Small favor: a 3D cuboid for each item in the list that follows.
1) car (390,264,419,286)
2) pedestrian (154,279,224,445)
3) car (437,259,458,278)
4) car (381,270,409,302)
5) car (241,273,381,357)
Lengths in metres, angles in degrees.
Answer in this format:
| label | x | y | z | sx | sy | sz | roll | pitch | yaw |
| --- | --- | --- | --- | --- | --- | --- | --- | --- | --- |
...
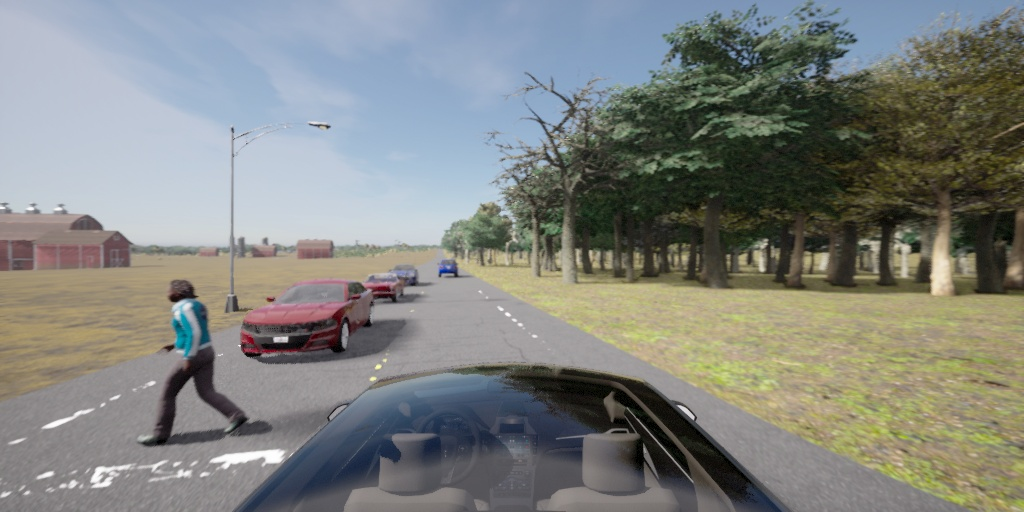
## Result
| label | x | y | z | sx | sy | sz | roll | pitch | yaw |
| --- | --- | --- | --- | --- | --- | --- | --- | --- | --- |
| car | -8.605 | 1.429 | 28.532 | 2.097 | 1.767 | 4.553 | 0 | 0 | -10 |
| pedestrian | -3.562 | 1.089 | 3.932 | 0.375 | 1.860 | 0.375 | -2 | 2 | -11 |
| car | -7.393 | 1.391 | 41.474 | 2.150 | 2.045 | 5.566 | 0 | 0 | -11 |
| car | -6.654 | 1.573 | 18.427 | 1.895 | 1.301 | 4.718 | 0 | -1 | -11 |
| car | -4.853 | 1.340 | 9.226 | 1.882 | 1.535 | 5.008 | 0 | -1 | -11 |
